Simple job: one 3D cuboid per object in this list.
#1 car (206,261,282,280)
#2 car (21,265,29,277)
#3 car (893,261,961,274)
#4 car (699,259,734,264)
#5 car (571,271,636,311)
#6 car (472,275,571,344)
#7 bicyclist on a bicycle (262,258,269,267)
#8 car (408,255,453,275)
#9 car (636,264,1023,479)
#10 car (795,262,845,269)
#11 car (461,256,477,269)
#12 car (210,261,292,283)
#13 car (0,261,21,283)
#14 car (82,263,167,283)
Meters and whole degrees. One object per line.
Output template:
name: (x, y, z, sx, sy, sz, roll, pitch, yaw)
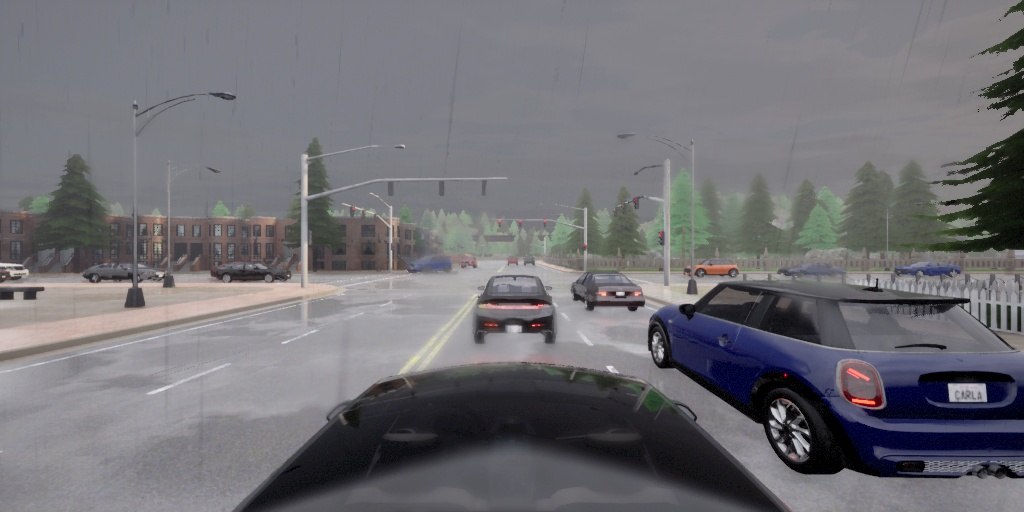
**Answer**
car: (-22.811, 1.228, 30.669, 5.008, 1.535, 1.882, 0, 0, -1)
car: (-42.171, 0.971, 27.913, 5.566, 2.045, 2.150, 0, 0, -21)
car: (39.126, 1.228, 33.888, 5.008, 1.535, 1.882, 0, 0, 1)
car: (18.775, 1.102, 33.963, 4.553, 1.767, 2.097, 0, 0, 0)
car: (3.610, 1.297, 14.380, 2.033, 1.411, 5.357, 0, 0, 1)
car: (0.079, 1.242, 9.555, 2.128, 1.511, 4.902, 0, 0, 1)
bicyclist on a bicycle: (-28.735, 1.053, 41.685, 0.582, 1.620, 1.656, 0, 0, -1)
car: (-8.951, 0.973, 39.919, 2.150, 2.045, 5.566, 2, 1, 32)
car: (3.608, 1.102, 4.963, 2.097, 1.767, 4.553, 0, 0, 0)
car: (28.299, 1.297, 33.929, 5.357, 1.411, 2.033, 0, 0, 1)
car: (-6.957, 0.974, 58.415, 2.150, 2.045, 5.566, 0, 0, 0)
car: (-19.502, 1.228, 27.231, 5.008, 1.535, 1.882, 0, 0, -1)
car: (-39.168, 1.228, 25.243, 5.008, 1.535, 1.882, 0, 0, -18)
car: (-28.998, 1.242, 26.961, 4.902, 1.511, 2.128, 0, 0, -4)
